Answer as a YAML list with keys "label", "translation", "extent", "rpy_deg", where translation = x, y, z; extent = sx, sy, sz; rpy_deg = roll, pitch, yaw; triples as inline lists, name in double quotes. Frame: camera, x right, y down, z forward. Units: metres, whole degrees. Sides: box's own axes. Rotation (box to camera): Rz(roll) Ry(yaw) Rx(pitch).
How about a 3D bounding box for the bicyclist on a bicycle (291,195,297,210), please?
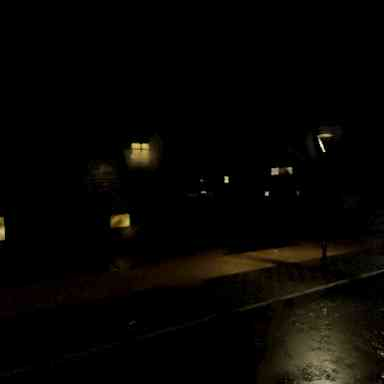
- label: "bicyclist on a bicycle"
  translation: [11.853, 1.214, 38.658]
  extent: [0.582, 1.620, 1.656]
  rpy_deg: [0, 3, 38]
